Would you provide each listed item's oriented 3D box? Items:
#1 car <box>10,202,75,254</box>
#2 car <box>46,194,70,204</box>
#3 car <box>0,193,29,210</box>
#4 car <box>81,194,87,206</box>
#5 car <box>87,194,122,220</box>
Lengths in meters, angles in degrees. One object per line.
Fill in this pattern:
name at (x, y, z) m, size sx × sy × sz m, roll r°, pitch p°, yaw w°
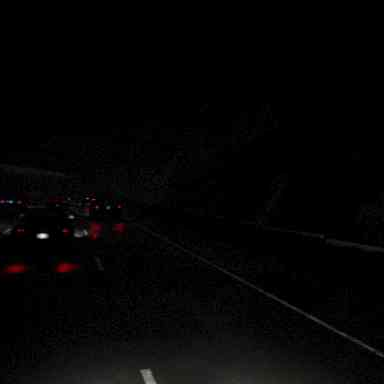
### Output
car at (-5.385, 1.320, 12.302) m, size 1.994 × 1.385 × 4.181 m, roll 3°, pitch 0°, yaw -21°
car at (-12.271, 0.936, 30.497) m, size 1.882 × 1.535 × 5.008 m, roll 3°, pitch 0°, yaw -21°
car at (-15.579, 0.808, 29.353) m, size 2.033 × 1.411 × 5.357 m, roll 3°, pitch 0°, yaw -21°
car at (-12.631, 1.003, 41.278) m, size 1.837 × 1.490 × 4.892 m, roll 3°, pitch 0°, yaw -21°
car at (-6.651, 1.108, 25.499) m, size 2.097 × 1.767 × 4.553 m, roll 3°, pitch 0°, yaw -21°
